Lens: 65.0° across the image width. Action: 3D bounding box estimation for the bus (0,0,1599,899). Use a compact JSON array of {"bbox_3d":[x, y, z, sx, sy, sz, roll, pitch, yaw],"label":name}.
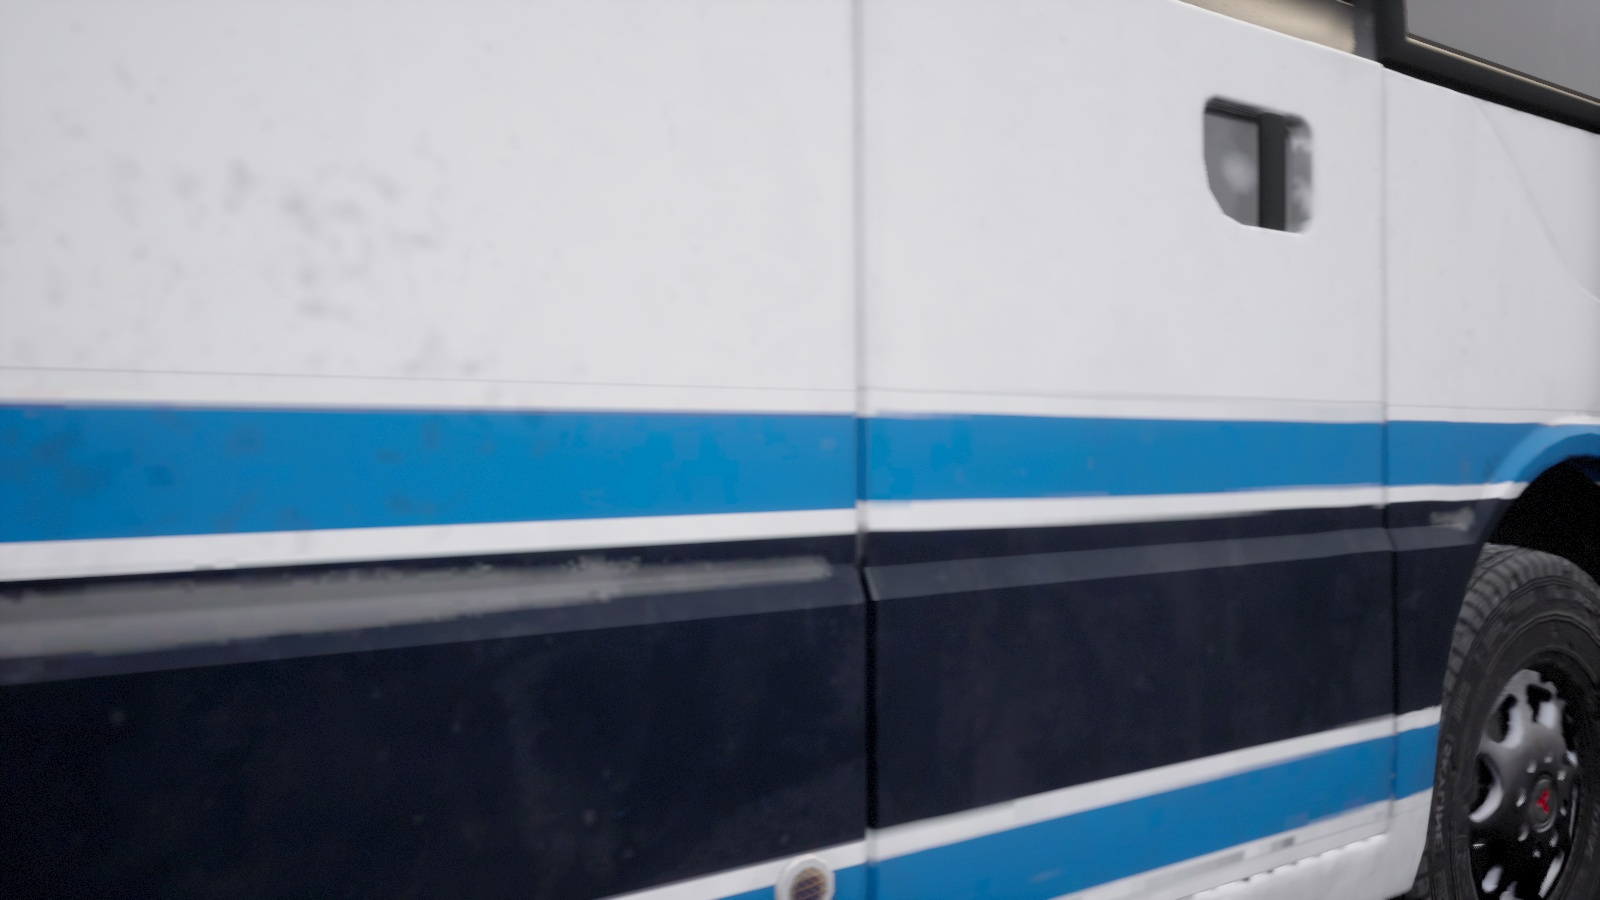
[{"bbox_3d":[-1.380,-0.622,2.704,10.273,4.253,3.944,-1,0,-35],"label":"bus"}]
